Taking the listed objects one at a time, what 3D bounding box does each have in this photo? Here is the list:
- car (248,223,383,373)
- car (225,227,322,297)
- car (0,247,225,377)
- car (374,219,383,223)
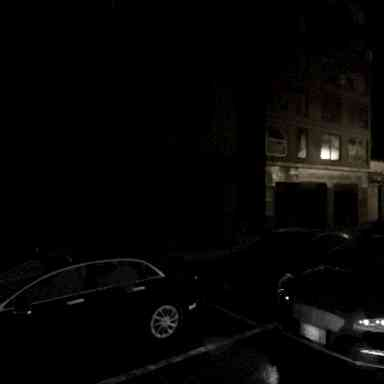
[{"bbox_3d":[3.499,1.498,5.581,4.902,1.511,2.128,0,0,-35],"label":"car"},{"bbox_3d":[2.512,1.574,7.998,4.313,1.339,1.947,0,0,-36],"label":"car"},{"bbox_3d":[-1.885,1.556,4.842,4.403,1.369,2.008,0,0,-36],"label":"car"},{"bbox_3d":[6.910,1.577,11.153,4.313,1.339,1.947,0,0,-36],"label":"car"}]
